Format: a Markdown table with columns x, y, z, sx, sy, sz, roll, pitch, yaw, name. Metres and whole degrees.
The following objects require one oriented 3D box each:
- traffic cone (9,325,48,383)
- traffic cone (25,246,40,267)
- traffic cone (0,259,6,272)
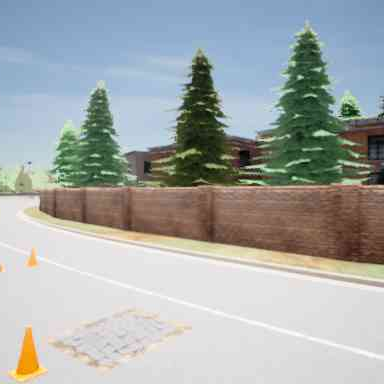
| x | y | z | sx | sy | sz | roll | pitch | yaw | name |
| --- | --- | --- | --- | --- | --- | --- | --- | --- | --- |
| -2.041 | 1.962 | 4.153 | 0.340 | 0.580 | 0.340 | 0 | 0 | 38 | traffic cone |
| -4.895 | 1.967 | 10.224 | 0.340 | 0.580 | 0.340 | 0 | 0 | 38 | traffic cone |
| -5.514 | 1.958 | 9.438 | 0.340 | 0.580 | 0.340 | 0 | 0 | 38 | traffic cone |
